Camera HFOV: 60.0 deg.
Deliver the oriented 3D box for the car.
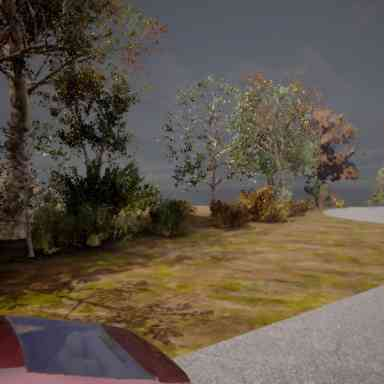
[{"bbox_3d":[-1.893,1.557,1.716,4.181,1.385,1.994,0,1,-35],"label":"car"}]
